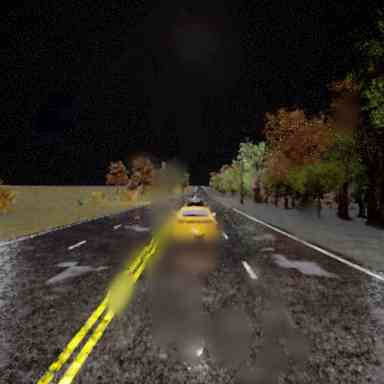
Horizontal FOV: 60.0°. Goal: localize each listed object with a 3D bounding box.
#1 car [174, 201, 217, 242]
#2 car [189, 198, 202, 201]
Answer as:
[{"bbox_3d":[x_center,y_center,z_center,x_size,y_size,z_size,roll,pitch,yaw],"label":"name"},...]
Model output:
[{"bbox_3d":[0.152,1.451,16.302,1.882,1.535,5.008,0,0,1],"label":"car"},{"bbox_3d":[0.395,1.414,36.853,2.128,1.511,4.902,0,0,1],"label":"car"}]
